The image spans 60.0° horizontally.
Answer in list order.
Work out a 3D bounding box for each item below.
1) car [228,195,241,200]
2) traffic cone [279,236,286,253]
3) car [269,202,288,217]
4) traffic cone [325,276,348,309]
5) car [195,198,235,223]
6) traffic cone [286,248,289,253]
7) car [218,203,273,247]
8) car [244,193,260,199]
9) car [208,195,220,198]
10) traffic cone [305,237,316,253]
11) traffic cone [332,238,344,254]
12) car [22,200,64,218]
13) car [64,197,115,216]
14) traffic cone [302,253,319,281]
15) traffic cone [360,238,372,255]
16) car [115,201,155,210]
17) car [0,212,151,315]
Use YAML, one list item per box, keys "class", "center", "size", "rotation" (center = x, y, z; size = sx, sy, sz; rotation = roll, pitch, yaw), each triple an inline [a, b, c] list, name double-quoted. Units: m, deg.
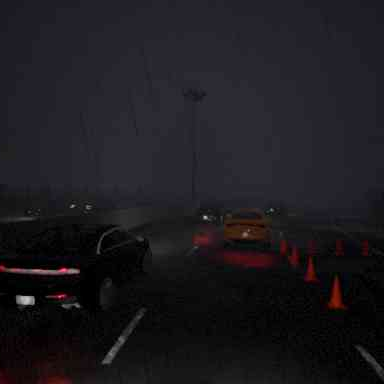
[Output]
- class: "car"
  center: [8.550, 1.389, 67.458]
  size: [2.097, 1.767, 4.553]
  rotation: [1, 0, 25]
- class: "traffic cone"
  center: [3.483, 1.982, 12.635]
  size: [0.340, 0.580, 0.340]
  rotation: [1, 0, 6]
- class: "car"
  center: [8.042, 1.622, 32.088]
  size: [1.994, 1.385, 4.181]
  rotation: [1, 0, 23]
- class: "traffic cone"
  center: [2.890, 1.982, 6.664]
  size: [0.340, 0.580, 0.340]
  rotation: [1, 0, 6]
- class: "car"
  center: [1.668, 1.494, 25.154]
  size: [1.837, 1.490, 4.892]
  rotation: [0, 0, 18]
- class: "traffic cone"
  center: [3.285, 1.982, 10.644]
  size: [0.340, 0.580, 0.340]
  rotation: [1, 0, 6]
- class: "car"
  center: [2.571, 1.490, 15.205]
  size: [1.882, 1.535, 5.008]
  rotation: [1, 0, 12]
- class: "car"
  center: [12.135, 1.282, 66.878]
  size: [2.150, 2.045, 5.566]
  rotation: [1, 0, 25]
- class: "car"
  center: [4.427, 1.471, 66.866]
  size: [1.837, 1.490, 4.892]
  rotation: [1, 0, 25]
- class: "traffic cone"
  center: [4.478, 1.995, 12.536]
  size: [0.340, 0.580, 0.340]
  rotation: [1, 0, 6]
- class: "traffic cone"
  center: [5.473, 2.007, 12.437]
  size: [0.340, 0.580, 0.340]
  rotation: [1, 0, 6]
- class: "car"
  center: [-12.229, 1.379, 28.166]
  size: [1.994, 1.385, 4.181]
  rotation: [1, 0, 18]
- class: "car"
  center: [-8.416, 1.213, 28.604]
  size: [2.097, 1.767, 4.553]
  rotation: [1, 0, 18]
- class: "traffic cone"
  center: [3.088, 1.982, 8.654]
  size: [0.340, 0.580, 0.340]
  rotation: [1, 0, 6]
- class: "traffic cone"
  center: [6.468, 2.019, 12.339]
  size: [0.340, 0.580, 0.340]
  rotation: [1, 0, 6]
- class: "car"
  center: [-4.505, 1.509, 29.454]
  size: [1.895, 1.301, 4.718]
  rotation: [1, 0, 20]
- class: "car"
  center: [-2.274, 1.454, 7.530]
  size: [2.128, 1.511, 4.902]
  rotation: [1, 0, 7]
